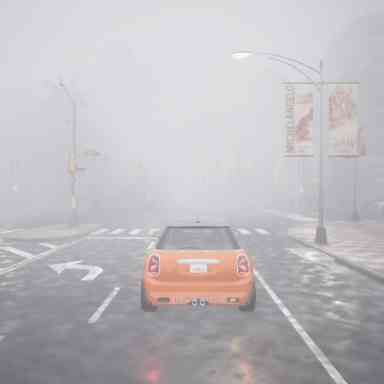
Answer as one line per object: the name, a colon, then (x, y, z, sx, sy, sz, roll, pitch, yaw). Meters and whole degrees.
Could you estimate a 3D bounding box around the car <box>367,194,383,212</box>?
car: (22.106, 1.352, 36.181, 4.553, 1.767, 2.097, 0, 0, 1)

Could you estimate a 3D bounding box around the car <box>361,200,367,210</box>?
car: (23.235, 1.221, 39.676, 5.566, 2.045, 2.150, 0, 0, 1)

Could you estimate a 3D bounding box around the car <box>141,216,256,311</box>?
car: (0.117, 1.352, 7.916, 2.097, 1.767, 4.553, 0, 0, 0)
